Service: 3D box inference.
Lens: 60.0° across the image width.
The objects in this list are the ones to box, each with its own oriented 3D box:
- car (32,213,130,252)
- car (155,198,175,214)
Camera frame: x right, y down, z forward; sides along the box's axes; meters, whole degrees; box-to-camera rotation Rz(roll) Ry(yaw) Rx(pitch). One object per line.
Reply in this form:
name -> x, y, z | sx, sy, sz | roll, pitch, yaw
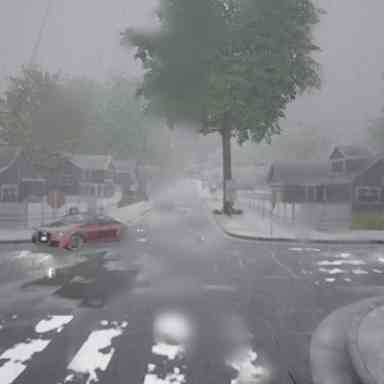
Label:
car -> -4.620, 1.614, 14.391 | 1.994, 1.385, 4.181 | 2, 0, 30
car -> -2.740, 1.332, 34.451 | 1.882, 1.535, 5.008 | 0, 1, 0
